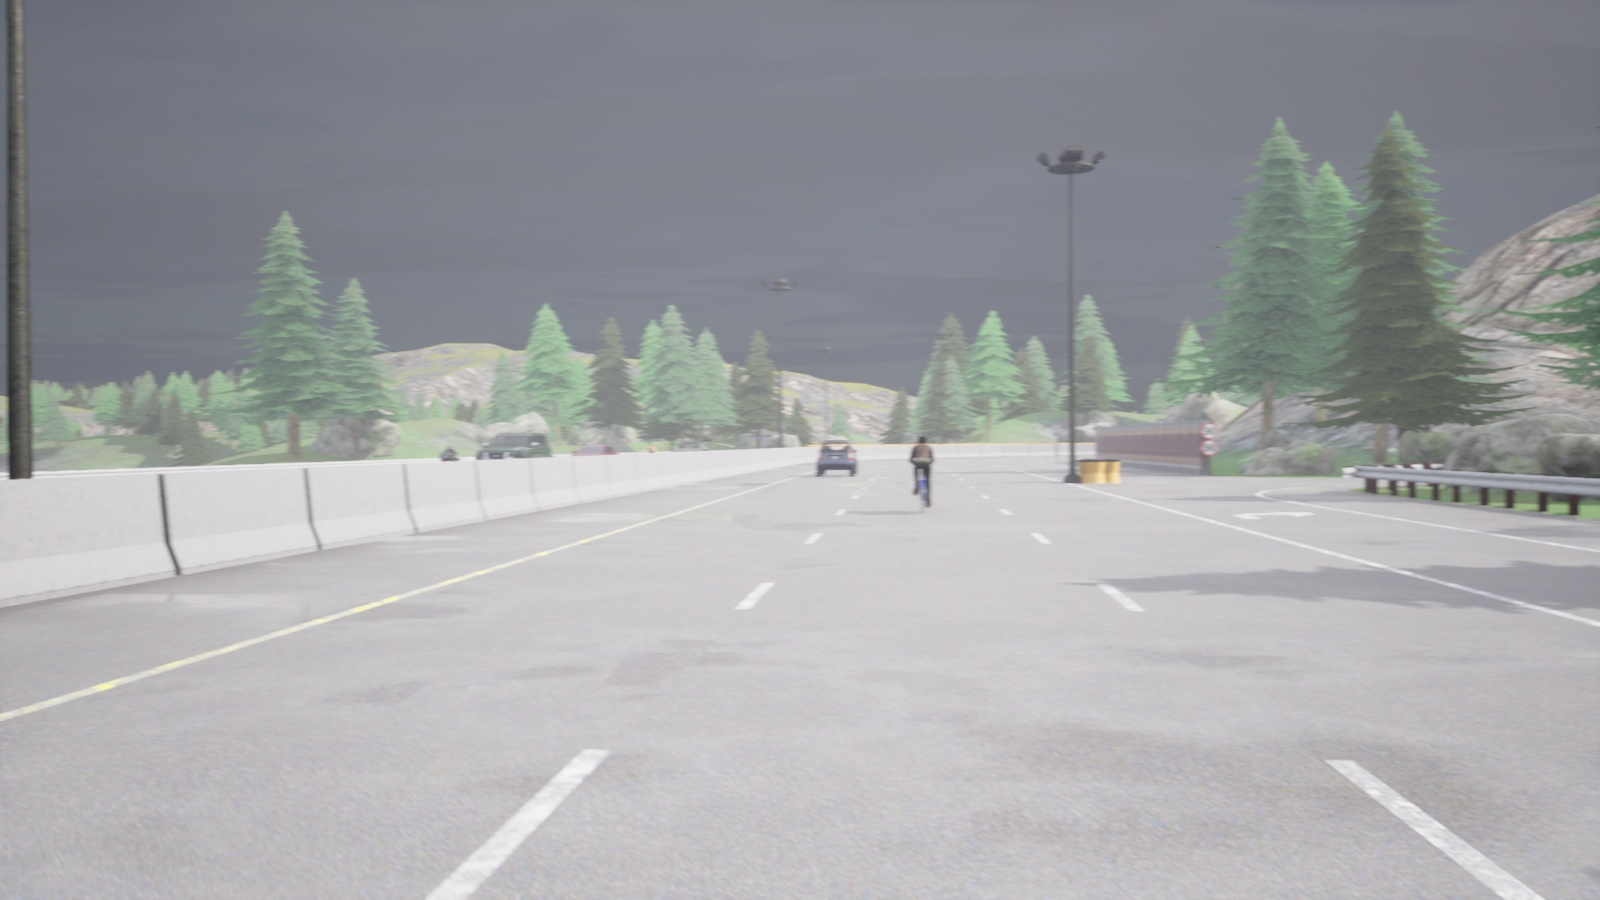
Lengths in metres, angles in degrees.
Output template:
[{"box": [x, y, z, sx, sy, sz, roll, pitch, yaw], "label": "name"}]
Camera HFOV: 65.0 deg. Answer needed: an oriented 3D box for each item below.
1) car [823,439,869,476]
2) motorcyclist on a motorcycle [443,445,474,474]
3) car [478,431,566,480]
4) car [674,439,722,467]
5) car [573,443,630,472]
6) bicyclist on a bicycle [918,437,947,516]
[{"box": [2.139, 0.316, 56.871, 1.851, 1.617, 3.988, 0, 0, 5], "label": "car"}, {"box": [-18.087, 0.497, 66.482, 0.866, 1.530, 2.191, 0, 0, 5], "label": "motorcyclist on a motorcycle"}, {"box": [-12.095, 0.218, 55.037, 2.150, 2.045, 5.566, 0, 0, 5], "label": "car"}, {"box": [-6.361, 0.183, 78.707, 2.242, 1.667, 4.611, 0, 0, 5], "label": "car"}, {"box": [-10.804, 0.391, 68.800, 1.882, 1.535, 5.008, 0, 0, 5], "label": "car"}, {"box": [2.798, 0.537, 26.512, 0.582, 1.620, 1.656, 0, 0, 5], "label": "bicyclist on a bicycle"}]
